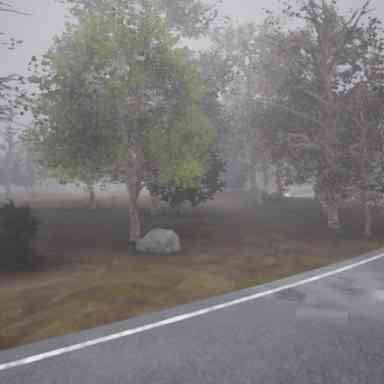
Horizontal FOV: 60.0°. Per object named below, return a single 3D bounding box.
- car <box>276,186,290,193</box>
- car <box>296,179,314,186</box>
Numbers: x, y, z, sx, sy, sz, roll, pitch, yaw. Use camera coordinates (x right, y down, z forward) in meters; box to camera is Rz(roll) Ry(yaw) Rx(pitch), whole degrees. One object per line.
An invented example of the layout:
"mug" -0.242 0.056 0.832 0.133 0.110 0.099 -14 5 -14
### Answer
"car" 15.369 -0.665 56.554 1.812 1.442 4.674 -4 3 10
"car" 24.075 -2.081 70.633 4.892 1.490 1.837 -7 4 -38
